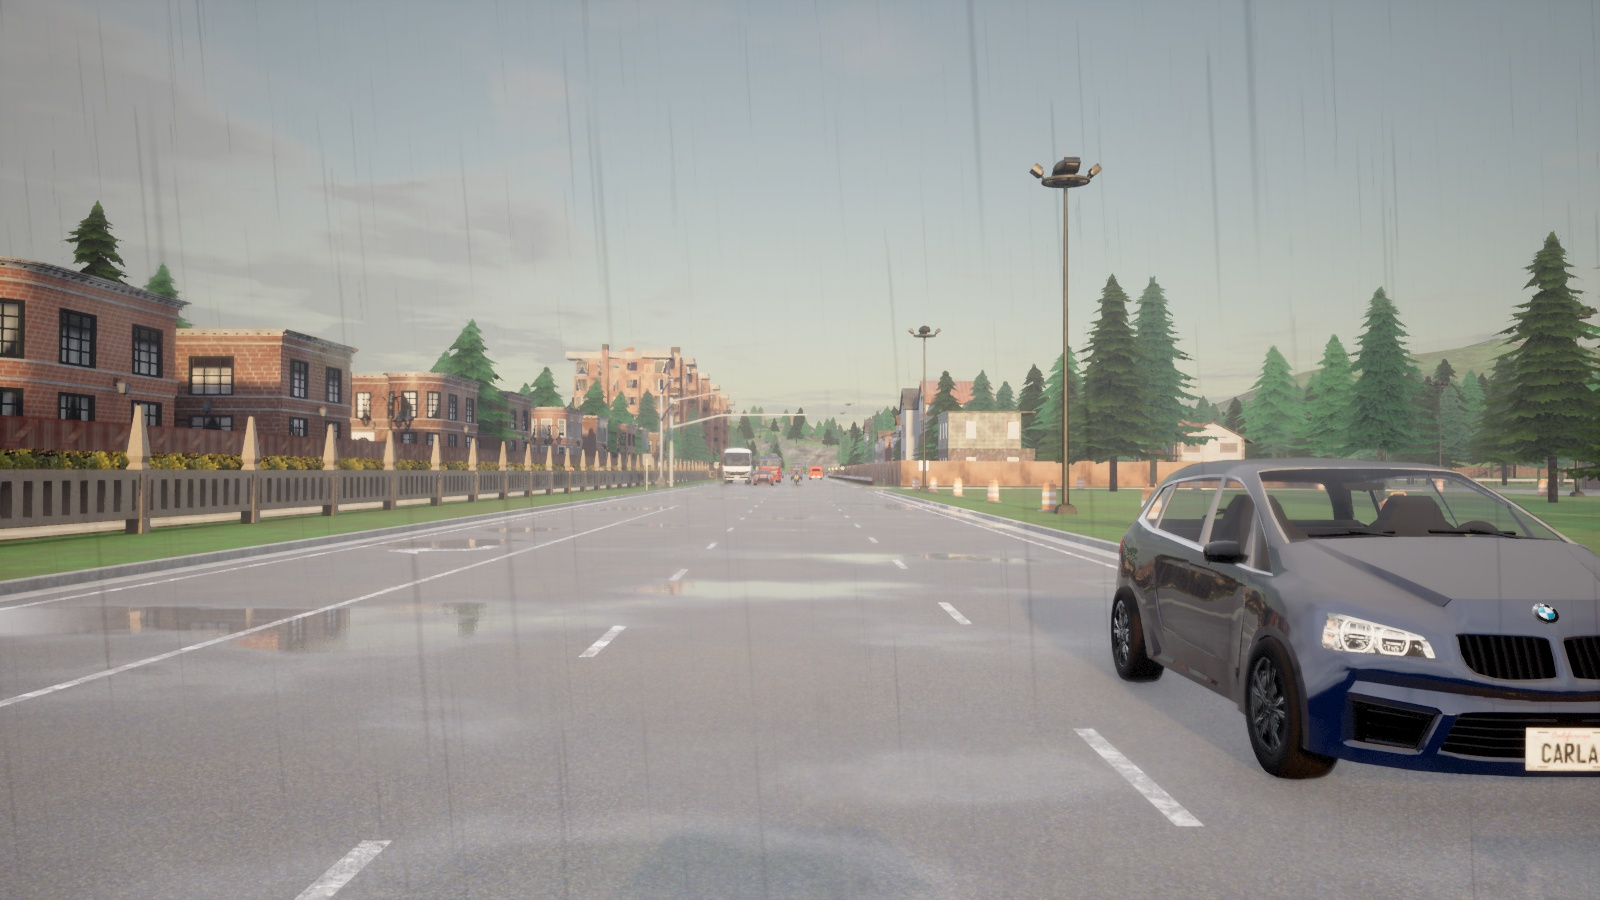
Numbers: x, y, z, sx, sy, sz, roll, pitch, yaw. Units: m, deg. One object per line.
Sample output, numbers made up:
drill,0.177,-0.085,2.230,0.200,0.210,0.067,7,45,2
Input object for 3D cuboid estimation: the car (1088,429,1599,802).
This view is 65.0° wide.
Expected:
car,3.480,0.778,7.948,2.242,1.667,4.611,0,-1,0
